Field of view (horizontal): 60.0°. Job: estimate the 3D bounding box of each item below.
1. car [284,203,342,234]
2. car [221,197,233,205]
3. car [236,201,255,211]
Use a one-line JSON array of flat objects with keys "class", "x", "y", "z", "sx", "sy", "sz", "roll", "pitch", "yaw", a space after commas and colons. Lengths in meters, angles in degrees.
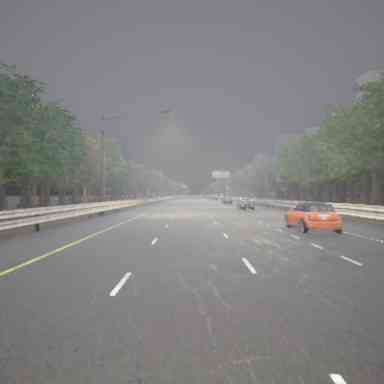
[{"class": "car", "x": 7.018, "y": 1.410, "z": 19.771, "sx": 2.097, "sy": 1.767, "sz": 4.553, "roll": 0, "pitch": 0, "yaw": 0}, {"class": "car", "x": 7.255, "y": 1.744, "z": 69.830, "sx": 2.097, "sy": 1.767, "sz": 4.553, "roll": 0, "pitch": 0, "yaw": 0}, {"class": "car", "x": 7.101, "y": 1.814, "z": 44.576, "sx": 1.895, "sy": 1.301, "sz": 4.718, "roll": 0, "pitch": 0, "yaw": 0}]
